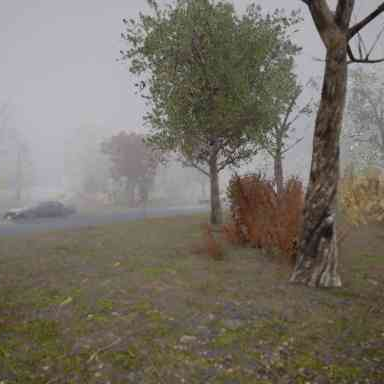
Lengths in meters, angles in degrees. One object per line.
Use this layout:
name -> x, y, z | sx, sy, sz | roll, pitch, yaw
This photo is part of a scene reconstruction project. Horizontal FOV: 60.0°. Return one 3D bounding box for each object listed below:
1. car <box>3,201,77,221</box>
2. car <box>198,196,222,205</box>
car -> -11.539, 1.413, 25.796 | 2.033, 1.411, 5.357 | 0, 0, 31
car -> 2.786, 1.289, 49.678 | 1.895, 1.301, 4.718 | 0, 0, 31
